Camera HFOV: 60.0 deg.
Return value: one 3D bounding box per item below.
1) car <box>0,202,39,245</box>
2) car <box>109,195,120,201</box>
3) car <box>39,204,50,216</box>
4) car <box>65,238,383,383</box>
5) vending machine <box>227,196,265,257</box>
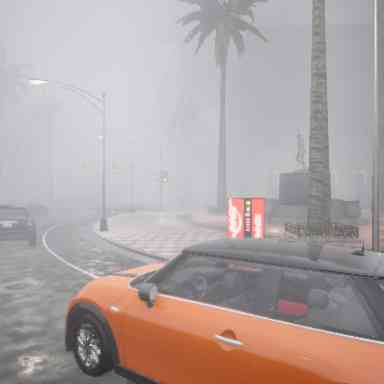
[{"bbox_3d":[-8.283,1.351,15.189,2.097,1.767,4.553,0,0,-26],"label":"car"},{"bbox_3d":[-20.711,1.513,89.385,2.161,1.482,4.786,0,0,3],"label":"car"},{"bbox_3d":[-14.757,1.564,30.321,1.994,1.385,4.181,0,0,5],"label":"car"},{"bbox_3d":[0.482,1.351,3.994,4.553,1.767,2.097,0,0,37],"label":"car"},{"bbox_3d":[1.979,1.195,12.184,1.100,2.100,0.880,0,0,-42],"label":"vending machine"}]
